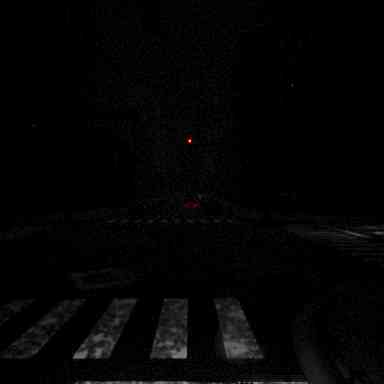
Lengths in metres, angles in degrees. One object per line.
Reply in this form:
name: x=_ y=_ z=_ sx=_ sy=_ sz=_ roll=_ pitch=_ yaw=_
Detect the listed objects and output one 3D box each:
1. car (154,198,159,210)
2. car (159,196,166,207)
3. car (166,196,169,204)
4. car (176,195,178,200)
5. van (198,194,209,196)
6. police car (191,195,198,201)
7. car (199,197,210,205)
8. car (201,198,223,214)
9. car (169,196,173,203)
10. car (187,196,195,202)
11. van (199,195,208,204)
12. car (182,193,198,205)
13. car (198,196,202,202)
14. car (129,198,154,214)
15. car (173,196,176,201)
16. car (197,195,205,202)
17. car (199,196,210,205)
car: x=-5.670 y=1.511 z=41.832 sx=1.967 sy=1.590 sz=4.097 roll=0 pitch=0 yaw=0
car: x=-5.653 y=1.680 z=52.853 sx=1.802 sy=1.307 sz=4.206 roll=0 pitch=0 yaw=0
car: x=-5.645 y=1.664 z=58.363 sx=2.008 sy=1.369 sz=4.403 roll=0 pitch=0 yaw=0
car: x=-5.595 y=1.768 z=91.428 sx=1.887 sy=1.381 sz=4.507 roll=0 pitch=0 yaw=0
van: x=2.380 y=1.454 z=58.352 sx=1.690 sy=1.788 sz=3.998 roll=0 pitch=0 yaw=0
police car: x=0.617 y=1.645 z=90.388 sx=1.930 sy=1.638 sz=5.238 roll=0 pitch=0 yaw=0
car: x=2.388 y=1.680 z=63.862 sx=2.008 sy=1.369 sz=4.403 roll=0 pitch=0 yaw=0
car: x=2.347 y=1.625 z=36.308 sx=1.947 sy=1.339 sz=4.313 roll=0 pitch=0 yaw=0
car: x=-5.628 y=1.588 z=69.385 sx=1.967 sy=1.590 sz=4.097 roll=0 pitch=0 yaw=0
car: x=-0.233 y=1.518 z=73.844 sx=1.812 sy=1.442 sz=4.674 roll=0 pitch=0 yaw=0
van: x=2.396 y=1.488 z=69.373 sx=1.690 sy=1.788 sz=3.998 roll=0 pitch=0 yaw=0
car: x=-0.249 y=1.350 z=63.489 sx=2.150 sy=2.045 sz=5.566 roll=0 pitch=0 yaw=0
car: x=2.371 y=1.664 z=52.841 sx=1.947 sy=1.339 sz=4.313 roll=0 pitch=0 yaw=0
car: x=-5.678 y=1.499 z=36.321 sx=1.967 sy=1.590 sz=4.097 roll=0 pitch=0 yaw=0
car: x=-5.612 y=1.736 z=80.406 sx=2.008 sy=1.369 sz=4.403 roll=0 pitch=0 yaw=0
car: x=2.422 y=1.644 z=85.905 sx=1.967 sy=1.590 sz=4.097 roll=0 pitch=0 yaw=0
car: x=2.363 y=1.665 z=47.330 sx=1.802 sy=1.307 sz=4.206 roll=0 pitch=0 yaw=0
